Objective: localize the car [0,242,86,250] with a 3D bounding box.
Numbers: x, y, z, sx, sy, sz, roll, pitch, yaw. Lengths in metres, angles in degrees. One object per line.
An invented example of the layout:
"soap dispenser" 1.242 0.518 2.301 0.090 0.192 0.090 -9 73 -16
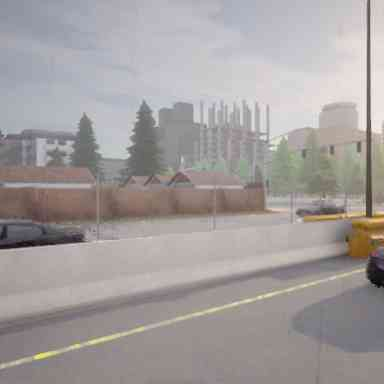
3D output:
"car" -5.353 1.476 8.771 5.008 1.535 1.882 0 0 -35

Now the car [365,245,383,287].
"car" 6.071 1.542 8.063 4.181 1.385 1.994 0 0 -35
